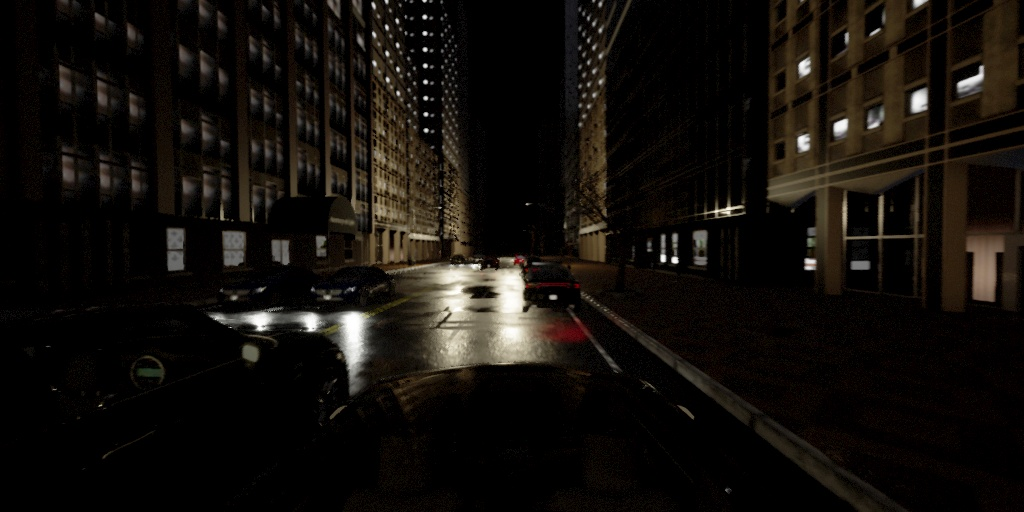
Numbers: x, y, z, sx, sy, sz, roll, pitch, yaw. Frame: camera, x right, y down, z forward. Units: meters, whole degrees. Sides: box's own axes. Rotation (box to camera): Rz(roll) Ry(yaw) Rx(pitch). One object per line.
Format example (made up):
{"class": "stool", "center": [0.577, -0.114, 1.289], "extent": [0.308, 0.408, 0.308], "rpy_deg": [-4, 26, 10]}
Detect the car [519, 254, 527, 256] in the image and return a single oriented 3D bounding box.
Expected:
{"class": "car", "center": [1.679, 0.822, 29.145], "extent": [1.837, 1.490, 4.892], "rpy_deg": [0, 1, 1]}

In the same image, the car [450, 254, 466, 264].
{"class": "car", "center": [-8.446, 0.493, 56.253], "extent": [1.837, 1.490, 4.892], "rpy_deg": [0, 1, 2]}

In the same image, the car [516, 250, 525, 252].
{"class": "car", "center": [1.497, 0.069, 61.669], "extent": [2.150, 2.045, 5.566], "rpy_deg": [0, 1, 1]}

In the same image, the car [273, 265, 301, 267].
{"class": "car", "center": [-9.497, 1.133, 14.655], "extent": [1.812, 1.442, 4.674], "rpy_deg": [0, 1, 1]}

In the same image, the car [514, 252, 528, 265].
{"class": "car", "center": [1.247, 0.569, 50.661], "extent": [1.994, 1.385, 4.181], "rpy_deg": [0, 1, 2]}

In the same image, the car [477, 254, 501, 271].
{"class": "car", "center": [-2.235, 0.737, 37.864], "extent": [1.812, 1.442, 4.674], "rpy_deg": [0, 1, 1]}

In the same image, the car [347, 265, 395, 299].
{"class": "car", "center": [-6.248, 1.113, 14.575], "extent": [1.812, 1.442, 4.674], "rpy_deg": [0, 1, 1]}

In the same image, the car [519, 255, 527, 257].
{"class": "car", "center": [1.534, 0.913, 23.147], "extent": [1.837, 1.490, 4.892], "rpy_deg": [0, 1, 1]}

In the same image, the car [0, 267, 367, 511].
{"class": "car", "center": [-3.094, 1.108, 2.561], "extent": [2.097, 1.767, 4.553], "rpy_deg": [0, 1, 1]}

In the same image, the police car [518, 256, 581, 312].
{"class": "police car", "center": [1.292, 0.984, 13.260], "extent": [1.930, 1.638, 5.238], "rpy_deg": [0, 1, 1]}

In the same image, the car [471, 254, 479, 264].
{"class": "car", "center": [-5.197, 0.461, 56.174], "extent": [2.128, 1.511, 4.902], "rpy_deg": [0, 1, 2]}
